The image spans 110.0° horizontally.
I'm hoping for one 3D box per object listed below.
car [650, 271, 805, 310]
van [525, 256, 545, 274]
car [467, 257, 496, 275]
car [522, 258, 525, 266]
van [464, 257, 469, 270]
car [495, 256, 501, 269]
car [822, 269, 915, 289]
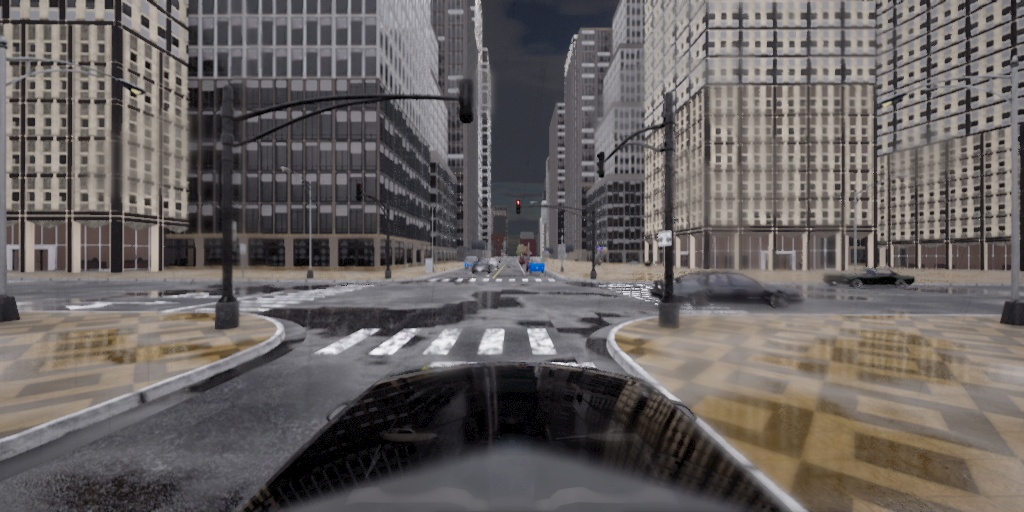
[{"bbox_3d":[8.497,1.324,14.475,5.357,1.411,2.033,0,0,1],"label":"car"},{"bbox_3d":[2.686,1.008,39.823,1.690,1.789,3.998,0,0,0],"label":"van"},{"bbox_3d":[-3.218,1.161,38.528,2.128,1.511,4.902,0,0,0],"label":"car"},{"bbox_3d":[2.618,1.200,45.361,1.888,1.381,4.507,0,0,0],"label":"car"},{"bbox_3d":[-5.764,0.984,50.930,1.690,1.789,3.998,0,0,0],"label":"van"},{"bbox_3d":[-3.132,1.159,55.505,1.812,1.442,4.674,0,0,1],"label":"car"},{"bbox_3d":[23.950,1.502,24.208,4.718,1.301,1.895,0,0,-1],"label":"car"}]
